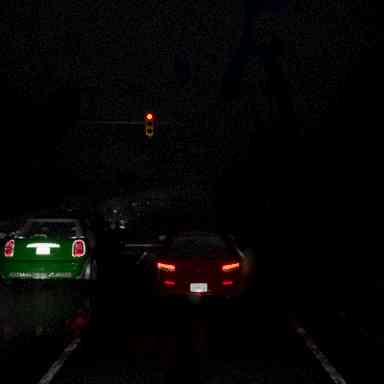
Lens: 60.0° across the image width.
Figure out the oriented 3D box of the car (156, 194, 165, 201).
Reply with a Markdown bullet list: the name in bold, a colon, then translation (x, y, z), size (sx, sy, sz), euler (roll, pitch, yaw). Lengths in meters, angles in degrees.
- **car**: translation (-6.535, 1.107, 66.497), size (1.895, 1.301, 4.718), euler (0, 3, 1)

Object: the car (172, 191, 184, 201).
- **car**: translation (-2.911, 0.985, 66.447), size (1.882, 1.535, 5.008), euler (0, 3, 1)

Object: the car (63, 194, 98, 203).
- **car**: translation (-10.405, 1.221, 30.965), size (2.150, 2.045, 5.566), euler (0, 0, 0)

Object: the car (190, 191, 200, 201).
- **car**: translation (0.591, 0.845, 66.688), size (2.097, 1.767, 4.553), euler (0, 3, 0)

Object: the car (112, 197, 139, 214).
- **car**: translation (-6.895, 1.491, 32.380), size (2.128, 1.511, 4.902), euler (0, 0, 0)

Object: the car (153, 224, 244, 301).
- **car**: translation (0.132, 1.526, 8.192), size (1.812, 1.442, 4.674), euler (0, 0, 0)

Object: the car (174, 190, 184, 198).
- **car**: translation (-2.927, 0.510, 76.557), size (2.128, 1.511, 4.902), euler (0, 3, 0)

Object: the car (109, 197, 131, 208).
- **car**: translation (-10.260, 1.492, 47.868), size (2.128, 1.511, 4.902), euler (0, 0, 1)

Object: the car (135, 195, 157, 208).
- **car**: translation (-6.754, 1.507, 48.799), size (1.837, 1.490, 4.892), euler (0, -1, 1)

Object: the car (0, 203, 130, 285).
- **car**: translation (-3.360, 1.352, 9.659), size (2.097, 1.767, 4.553), euler (0, 0, 0)

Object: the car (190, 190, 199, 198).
- **car**: translation (0.575, 0.473, 76.766), size (1.837, 1.490, 4.892), euler (0, 3, 0)
